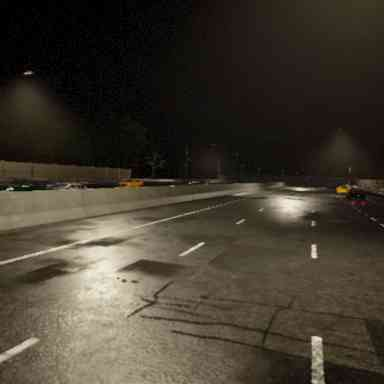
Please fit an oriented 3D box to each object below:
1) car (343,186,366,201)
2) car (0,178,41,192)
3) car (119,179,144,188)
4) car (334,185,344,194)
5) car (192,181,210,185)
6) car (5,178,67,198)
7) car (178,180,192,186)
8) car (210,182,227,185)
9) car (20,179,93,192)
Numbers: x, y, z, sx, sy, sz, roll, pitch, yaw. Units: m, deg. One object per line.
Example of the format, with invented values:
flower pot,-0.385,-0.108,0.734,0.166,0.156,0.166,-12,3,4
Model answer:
car,21.465,0.227,43.552,2.128,1.511,4.902,3,3,20
car,-11.895,-0.219,23.579,2.097,1.767,4.553,3,3,20
car,-9.279,-1.277,51.232,1.882,1.535,5.008,3,3,20
car,27.828,-0.331,61.124,1.882,1.535,5.008,3,3,20
car,2.243,-1.335,62.416,1.837,1.490,4.892,3,3,20
car,-13.560,-0.419,29.239,1.882,1.535,5.008,3,3,20
car,-1.060,-1.489,63.547,1.812,1.442,4.674,3,3,20
car,5.542,-1.109,61.249,2.033,1.411,5.357,3,3,20
car,-8.608,0.099,22.413,2.128,1.511,4.902,3,3,20
